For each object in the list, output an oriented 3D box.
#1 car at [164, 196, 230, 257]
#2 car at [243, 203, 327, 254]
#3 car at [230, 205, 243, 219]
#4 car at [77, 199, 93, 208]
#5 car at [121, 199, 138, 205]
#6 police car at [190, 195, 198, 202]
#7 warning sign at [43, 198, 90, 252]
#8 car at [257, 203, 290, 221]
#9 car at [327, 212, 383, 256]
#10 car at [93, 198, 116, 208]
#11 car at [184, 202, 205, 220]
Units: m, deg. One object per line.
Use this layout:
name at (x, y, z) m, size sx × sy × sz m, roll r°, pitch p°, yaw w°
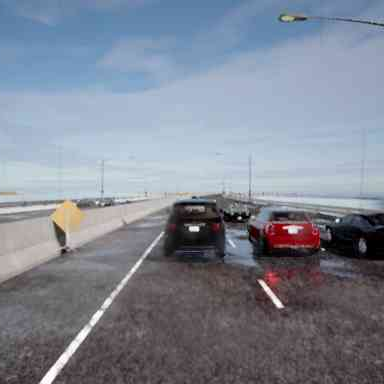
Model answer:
car at (0.113, 1.288, 13.448) m, size 2.150 × 2.045 × 5.566 m, roll 0°, pitch 0°, yaw 1°
car at (3.620, 1.419, 13.949) m, size 2.097 × 1.767 × 4.553 m, roll 0°, pitch 0°, yaw 1°
car at (3.731, 1.729, 27.936) m, size 1.895 × 1.301 × 4.718 m, roll 0°, pitch 0°, yaw 1°
car at (-16.998, 1.796, 53.810) m, size 1.994 × 1.385 × 4.181 m, roll 0°, pitch 0°, yaw 2°
car at (-10.015, 1.831, 53.202) m, size 1.895 × 1.301 × 4.718 m, roll 0°, pitch 0°, yaw 2°
police car at (0.555, 1.777, 92.042) m, size 1.930 × 1.638 × 5.238 m, roll 0°, pitch 0°, yaw 2°
warning sign at (-4.521, 1.174, 12.097) m, size 1.300 × 1.860 × 1.060 m, roll 0°, pitch -1°, yaw 0°
car at (7.265, 1.701, 29.908) m, size 1.994 × 1.385 × 4.181 m, roll 0°, pitch 0°, yaw 1°
car at (7.115, 1.543, 13.466) m, size 1.882 × 1.535 × 5.008 m, roll 0°, pitch -1°, yaw 0°
car at (-13.518, 1.721, 53.080) m, size 2.128 × 1.511 × 4.902 m, roll 0°, pitch 0°, yaw 2°
car at (0.272, 1.665, 30.430) m, size 1.812 × 1.442 × 4.674 m, roll 0°, pitch 0°, yaw 1°
